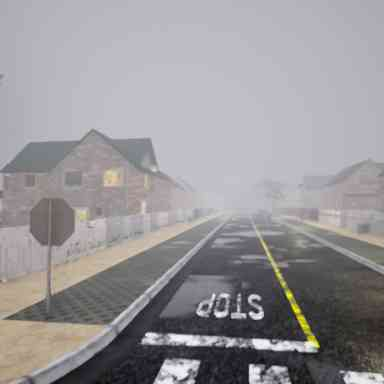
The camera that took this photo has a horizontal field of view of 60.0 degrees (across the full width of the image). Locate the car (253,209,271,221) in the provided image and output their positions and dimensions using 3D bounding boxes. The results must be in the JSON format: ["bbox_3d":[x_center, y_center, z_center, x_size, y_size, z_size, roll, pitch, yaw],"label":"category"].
[{"bbox_3d":[9.359,2.995,43.690,2.128,1.511,4.902,-1,-2,9],"label":"car"}]

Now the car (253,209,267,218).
[{"bbox_3d":[10.936,3.464,53.873,1.994,1.385,4.181,0,-2,9],"label":"car"}]
